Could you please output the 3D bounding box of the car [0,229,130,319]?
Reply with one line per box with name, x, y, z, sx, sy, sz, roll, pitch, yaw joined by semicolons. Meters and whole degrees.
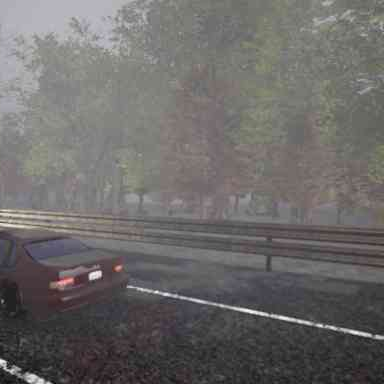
car;-3.853;1.537;7.295;5.357;1.411;2.033;0;0;32
